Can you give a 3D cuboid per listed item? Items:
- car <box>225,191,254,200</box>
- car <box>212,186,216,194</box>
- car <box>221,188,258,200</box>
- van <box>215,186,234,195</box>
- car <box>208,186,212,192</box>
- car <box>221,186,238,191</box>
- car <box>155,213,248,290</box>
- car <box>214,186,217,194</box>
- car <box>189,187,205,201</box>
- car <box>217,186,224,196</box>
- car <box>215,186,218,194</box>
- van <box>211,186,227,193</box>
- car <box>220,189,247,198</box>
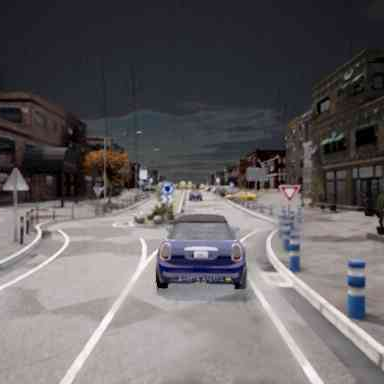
[{"bbox_3d":[8.080,0.578,56.533,4.674,1.452,2.002,0,2,-1],"label":"car"},{"bbox_3d":[7.789,-0.099,78.567,5.008,1.535,2.097,0,1,-1],"label":"car"},{"bbox_3d":[7.928,0.631,53.773,5.366,1.575,1.946,0,2,-1],"label":"car"},{"bbox_3d":[7.863,-0.386,81.198,4.442,1.987,1.878,0,1,-1],"label":"van"},{"bbox_3d":[7.644,-0.530,86.830,5.566,2.045,2.435,0,1,-1],"label":"car"},{"bbox_3d":[8.009,0.320,59.281,4.553,1.767,2.185,0,2,-1],"label":"car"},{"bbox_3d":[0.293,1.383,9.400,2.097,1.767,4.553,0,0,3],"label":"car"},{"bbox_3d":[7.863,0.040,73.058,4.892,1.521,2.231,0,1,-1],"label":"car"},{"bbox_3d":[0.567,0.462,54.842,2.097,1.767,4.553,0,2,-1],"label":"car"},{"bbox_3d":[8.033,0.106,62.031,5.566,2.045,2.435,0,2,-1],"label":"car"},{"bbox_3d":[7.899,0.114,70.303,4.892,1.521,2.231,0,2,-1],"label":"car"},{"bbox_3d":[7.482,-0.606,92.340,4.442,1.987,1.878,0,1,-1],"label":"van"},{"bbox_3d":[7.972,0.272,64.793,5.008,1.535,2.097,0,2,-1],"label":"car"}]
